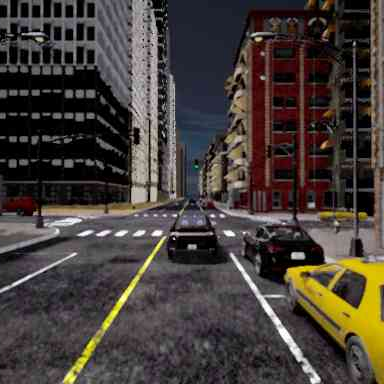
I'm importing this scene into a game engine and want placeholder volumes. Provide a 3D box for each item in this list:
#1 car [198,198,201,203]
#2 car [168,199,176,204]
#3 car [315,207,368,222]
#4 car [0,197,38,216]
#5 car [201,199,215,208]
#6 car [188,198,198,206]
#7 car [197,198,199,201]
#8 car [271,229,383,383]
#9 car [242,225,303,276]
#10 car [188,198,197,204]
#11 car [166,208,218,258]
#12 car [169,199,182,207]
[{"bbox_3d":[2.734,2.266,65.478,2.008,1.369,4.403,0,-1,0],"label":"car"},{"bbox_3d":[-5.628,2.589,93.724,2.008,1.369,4.403,0,-1,0],"label":"car"},{"bbox_3d":[14.665,2.186,32.868,4.829,1.417,1.752,1,-2,0],"label":"car"},{"bbox_3d":[-17.672,1.374,32.620,5.009,1.841,2.192,1,-2,0],"label":"car"},{"bbox_3d":[2.776,2.152,52.561,1.802,1.307,4.206,0,-1,0],"label":"car"},{"bbox_3d":[0.049,2.312,74.746,1.837,1.490,4.892,0,-1,0],"label":"car"},{"bbox_3d":[2.738,2.330,71.125,2.008,1.369,4.403,0,-1,0],"label":"car"},{"bbox_3d":[2.696,1.580,5.028,1.752,1.417,4.829,0,-1,0],"label":"car"},{"bbox_3d":[2.699,1.680,10.540,1.947,1.339,4.313,0,-1,0],"label":"car"},{"bbox_3d":[0.057,2.297,85.164,2.128,1.511,4.902,0,-1,0],"label":"car"},{"bbox_3d":[0.024,1.638,13.497,2.128,1.511,4.902,0,0,0],"label":"car"},{"bbox_3d":[-2.962,2.248,67.511,2.128,1.511,4.902,0,-1,0],"label":"car"}]
